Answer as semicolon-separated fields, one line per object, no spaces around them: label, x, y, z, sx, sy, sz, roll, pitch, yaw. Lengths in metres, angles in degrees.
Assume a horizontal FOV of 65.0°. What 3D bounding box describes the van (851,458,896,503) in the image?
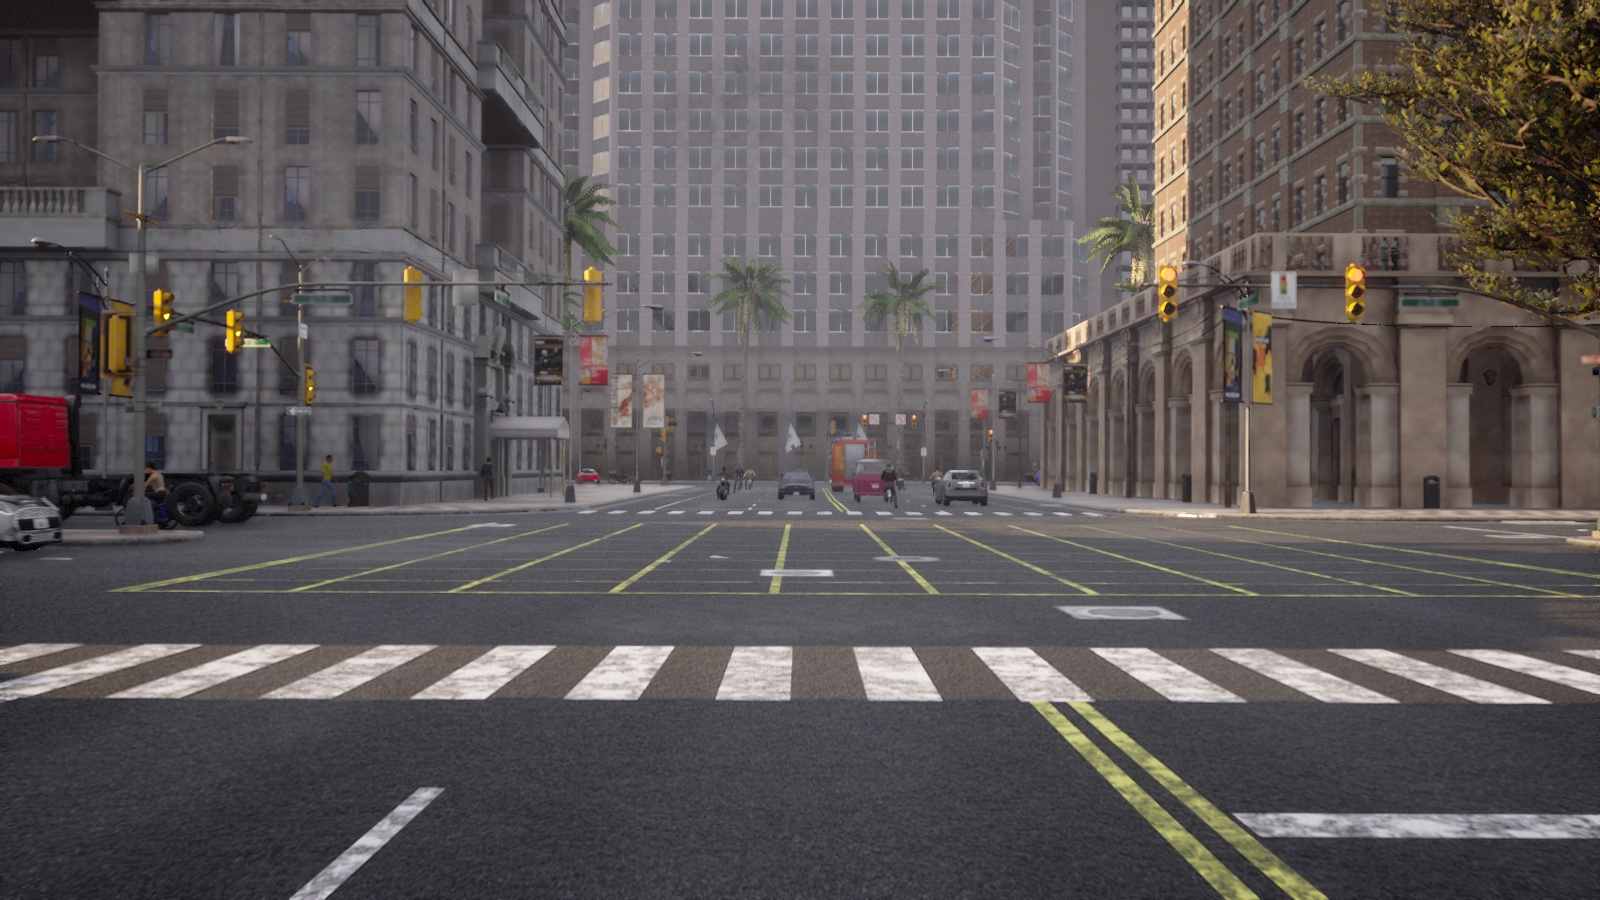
van;3.377;1.378;58.452;1.775;1.987;4.442;0;0;0

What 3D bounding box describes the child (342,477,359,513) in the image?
child;-15.191;1.514;42.474;0.448;1.192;0.343;0;-1;2

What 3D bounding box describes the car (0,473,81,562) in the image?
car;-14.954;1.146;21.798;3.806;1.475;1.970;0;-1;-2

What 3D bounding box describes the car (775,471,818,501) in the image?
car;-0.141;1.755;62.878;2.033;1.411;5.357;0;-1;0

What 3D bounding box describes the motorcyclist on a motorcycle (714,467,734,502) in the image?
motorcyclist on a motorcycle;-3.630;1.634;60.250;0.766;1.649;2.350;0;-1;0

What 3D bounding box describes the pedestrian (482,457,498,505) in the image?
pedestrian;-12.704;1.251;51.438;0.423;1.949;0.788;0;-1;3

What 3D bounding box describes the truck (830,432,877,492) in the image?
truck;3.484;0.801;83.535;2.891;3.827;8.468;0;-1;1

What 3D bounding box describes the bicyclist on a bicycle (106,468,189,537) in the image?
bicyclist on a bicycle;-15.416;1.226;29.709;1.509;1.612;0.866;0;-1;0

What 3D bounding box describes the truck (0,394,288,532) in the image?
truck;-18.109;0.352;33.232;7.936;3.462;2.891;0;-1;0

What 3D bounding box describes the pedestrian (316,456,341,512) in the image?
pedestrian;-15.711;1.127;41.846;0.706;1.836;0.354;0;-1;-11

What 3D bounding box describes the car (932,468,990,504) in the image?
car;6.869;1.516;53.818;1.970;1.475;3.806;0;-1;0
